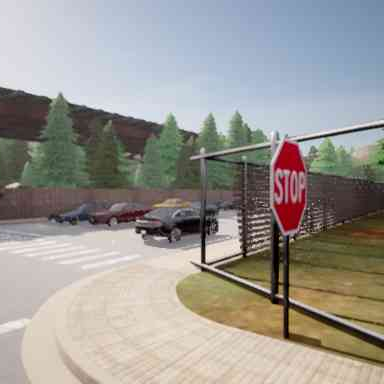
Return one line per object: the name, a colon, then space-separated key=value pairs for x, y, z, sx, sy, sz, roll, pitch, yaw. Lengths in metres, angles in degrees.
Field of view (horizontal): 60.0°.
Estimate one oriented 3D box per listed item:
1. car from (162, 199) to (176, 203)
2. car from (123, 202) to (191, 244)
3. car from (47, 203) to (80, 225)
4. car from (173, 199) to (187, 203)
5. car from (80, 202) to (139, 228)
car: x=-1.869 y=1.429 z=32.126 sx=1.882 sy=1.535 sz=5.008 roll=0 pitch=0 yaw=36
car: x=-0.570 y=1.468 z=15.931 sx=2.128 sy=1.511 sz=4.902 roll=0 pitch=0 yaw=37
car: x=-7.633 y=1.498 z=24.215 sx=2.033 sy=1.411 sz=5.357 roll=0 pitch=0 yaw=36
car: x=0.659 y=1.524 z=29.650 sx=1.994 sy=1.385 sz=4.181 roll=0 pitch=0 yaw=36
car: x=-4.635 y=1.437 z=22.385 sx=1.882 sy=1.535 sz=5.008 roll=0 pitch=0 yaw=36
